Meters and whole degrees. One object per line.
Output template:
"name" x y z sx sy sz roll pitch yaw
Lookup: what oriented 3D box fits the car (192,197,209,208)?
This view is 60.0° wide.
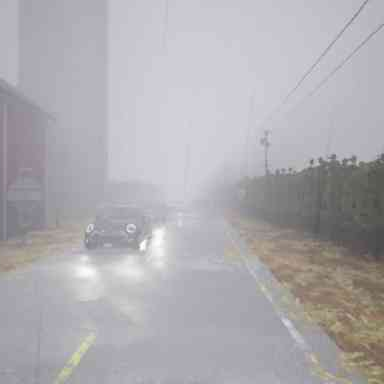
"car" 1.446 1.574 48.643 1.882 1.535 5.008 0 0 -1

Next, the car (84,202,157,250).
"car" -3.018 1.378 14.469 2.097 1.767 4.553 0 0 2

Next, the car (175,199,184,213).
"car" -1.960 1.600 38.663 1.812 1.442 4.674 0 0 2

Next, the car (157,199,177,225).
"car" -2.610 1.537 24.745 2.128 1.511 4.902 0 0 3
